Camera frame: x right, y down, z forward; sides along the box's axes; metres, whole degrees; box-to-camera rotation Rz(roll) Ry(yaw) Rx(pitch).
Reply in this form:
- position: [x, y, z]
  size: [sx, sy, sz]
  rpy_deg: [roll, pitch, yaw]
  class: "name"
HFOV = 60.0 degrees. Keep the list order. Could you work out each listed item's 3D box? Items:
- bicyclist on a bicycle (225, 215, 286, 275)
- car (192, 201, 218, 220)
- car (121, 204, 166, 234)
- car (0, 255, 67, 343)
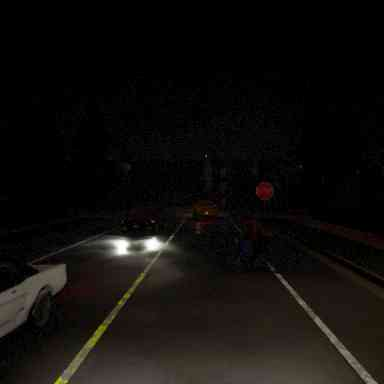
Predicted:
- position: [1.700, 1.446, 9.025]
  size: [1.656, 1.620, 0.582]
  rpy_deg: [-3, 0, 3]
  class: "bicyclist on a bicycle"
- position: [1.074, 1.474, 28.495]
  size: [1.882, 1.535, 5.008]
  rpy_deg: [0, 0, -2]
  class: "car"
- position: [-2.706, 1.477, 19.339]
  size: [1.882, 1.535, 5.008]
  rpy_deg: [0, 0, 3]
  class: "car"
- position: [-3.468, 1.601, 4.286]
  size: [1.895, 1.301, 4.718]
  rpy_deg: [0, 0, 3]
  class: "car"
